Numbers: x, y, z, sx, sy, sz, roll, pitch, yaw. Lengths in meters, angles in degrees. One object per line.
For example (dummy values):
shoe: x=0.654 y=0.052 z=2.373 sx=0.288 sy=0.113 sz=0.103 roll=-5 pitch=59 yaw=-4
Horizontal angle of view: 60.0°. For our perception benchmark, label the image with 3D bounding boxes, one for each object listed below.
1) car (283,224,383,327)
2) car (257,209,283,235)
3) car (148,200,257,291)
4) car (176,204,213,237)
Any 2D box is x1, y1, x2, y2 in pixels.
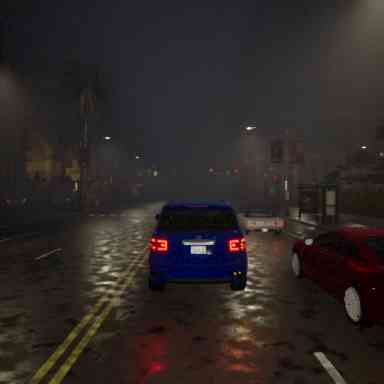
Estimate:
car: x=3.635 y=1.477 z=7.021 sx=1.882 sy=1.535 sz=5.008 roll=0 pitch=0 yaw=0
car: x=3.644 y=1.601 z=18.788 sx=1.895 sy=1.301 sz=4.718 roll=0 pitch=0 yaw=0
car: x=0.121 y=1.221 z=9.157 sx=2.150 sy=2.045 sz=5.566 roll=0 pitch=0 yaw=0
car: x=0.146 y=1.505 z=19.019 sx=1.837 sy=1.490 sz=4.892 roll=0 pitch=0 yaw=0
